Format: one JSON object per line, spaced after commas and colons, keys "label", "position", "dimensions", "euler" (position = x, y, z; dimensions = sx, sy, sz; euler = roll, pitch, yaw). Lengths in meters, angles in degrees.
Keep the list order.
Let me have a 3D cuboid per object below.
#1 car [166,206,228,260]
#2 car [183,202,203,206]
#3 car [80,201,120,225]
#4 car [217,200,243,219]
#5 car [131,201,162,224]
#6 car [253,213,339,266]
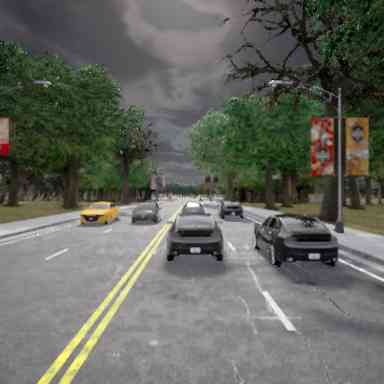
{"label": "car", "position": [0.102, 1.502, 12.441], "dimensions": [1.837, 1.490, 4.892], "euler": [0, 0, 0]}
{"label": "car", "position": [0.102, 1.557, 30.273], "dimensions": [1.994, 1.385, 4.181], "euler": [0, 0, 0]}
{"label": "car", "position": [-6.586, 1.472, 24.216], "dimensions": [1.882, 1.535, 5.008], "euler": [0, 0, 0]}
{"label": "car", "position": [3.349, 1.498, 29.439], "dimensions": [1.837, 1.490, 4.892], "euler": [0, 0, 0]}
{"label": "car", "position": [-3.341, 1.499, 25.037], "dimensions": [1.837, 1.490, 4.892], "euler": [0, 0, 0]}
{"label": "car", "position": [3.350, 1.503, 11.521], "dimensions": [1.837, 1.490, 4.892], "euler": [0, 0, 0]}
